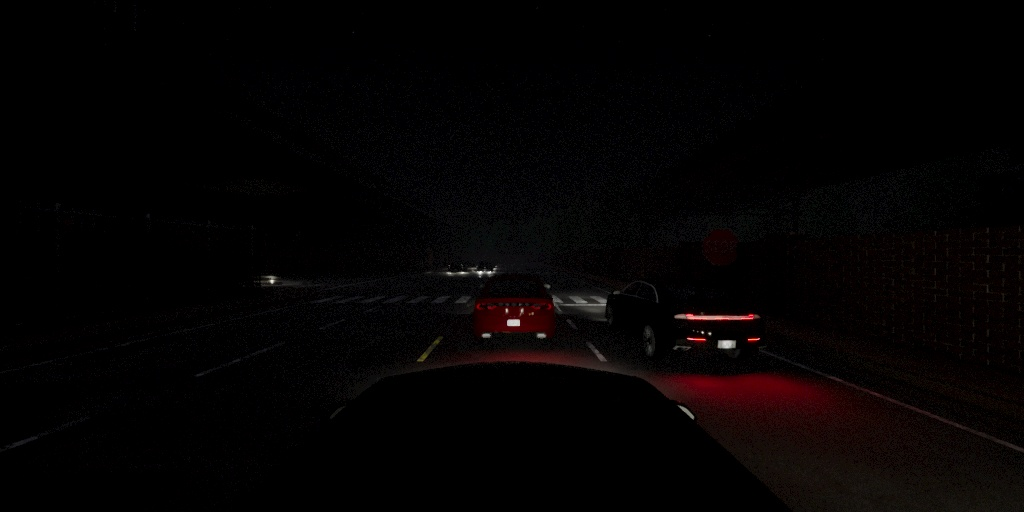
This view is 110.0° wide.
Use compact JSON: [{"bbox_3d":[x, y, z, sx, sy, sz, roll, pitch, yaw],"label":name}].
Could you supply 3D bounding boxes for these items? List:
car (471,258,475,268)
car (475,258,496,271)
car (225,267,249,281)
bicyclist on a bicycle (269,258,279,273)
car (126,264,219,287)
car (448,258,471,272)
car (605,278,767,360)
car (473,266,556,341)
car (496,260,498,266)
[{"bbox_3d":[-7.230,1.102,60.116,2.097,1.767,4.553,0,0,-1],"label":"car"},{"bbox_3d":[-3.541,1.314,48.417,1.994,1.385,4.181,0,0,-1],"label":"car"},{"bbox_3d":[-22.283,1.314,27.370,4.181,1.385,1.994,0,0,-1],"label":"car"},{"bbox_3d":[-25.450,1.051,38.324,0.582,1.620,1.656,0,0,-1],"label":"bicyclist on a bicycle"},{"bbox_3d":[-22.602,1.241,23.866,4.902,1.511,2.128,0,0,-1],"label":"car"},{"bbox_3d":[-7.015,1.102,46.666,2.097,1.767,4.553,0,0,-1],"label":"car"},{"bbox_3d":[3.558,1.242,8.332,2.128,1.511,4.902,0,0,0],"label":"car"},{"bbox_3d":[0.073,1.228,9.924,1.882,1.535,5.008,0,0,1],"label":"car"},{"bbox_3d":[-3.728,1.276,59.889,1.812,1.442,4.674,0,0,-1],"label":"car"}]
